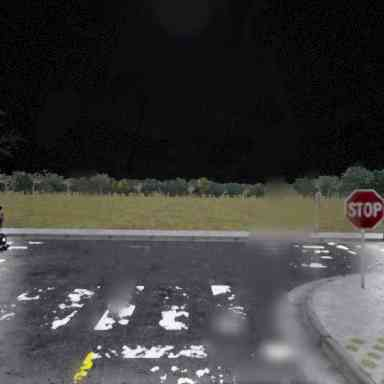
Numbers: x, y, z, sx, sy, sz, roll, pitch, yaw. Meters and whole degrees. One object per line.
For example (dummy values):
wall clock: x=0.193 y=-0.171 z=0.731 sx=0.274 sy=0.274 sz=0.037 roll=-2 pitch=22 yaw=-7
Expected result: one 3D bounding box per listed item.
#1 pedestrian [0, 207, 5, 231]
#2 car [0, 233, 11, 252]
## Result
pedestrian: x=-9.685 y=0.999 z=16.820 sx=0.375 sy=1.860 sz=0.375 roll=0 pitch=-1 yaw=0
car: x=-8.818 y=1.444 z=10.665 sx=5.357 sy=1.411 sz=2.033 roll=1 pitch=0 yaw=6
